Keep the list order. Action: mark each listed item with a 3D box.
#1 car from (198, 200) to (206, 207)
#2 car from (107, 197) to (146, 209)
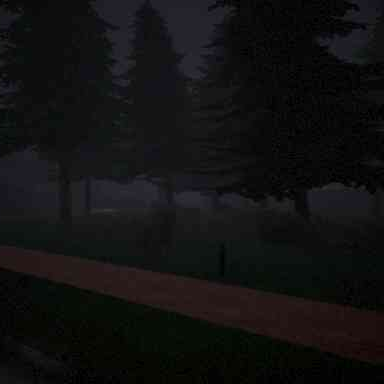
[{"bbox_3d":[2.892,1.557,49.750,4.181,1.385,1.994,0,-1,-35],"label":"car"},{"bbox_3d":[-8.046,1.344,41.426,2.033,1.411,5.357,0,0,35],"label":"car"}]
